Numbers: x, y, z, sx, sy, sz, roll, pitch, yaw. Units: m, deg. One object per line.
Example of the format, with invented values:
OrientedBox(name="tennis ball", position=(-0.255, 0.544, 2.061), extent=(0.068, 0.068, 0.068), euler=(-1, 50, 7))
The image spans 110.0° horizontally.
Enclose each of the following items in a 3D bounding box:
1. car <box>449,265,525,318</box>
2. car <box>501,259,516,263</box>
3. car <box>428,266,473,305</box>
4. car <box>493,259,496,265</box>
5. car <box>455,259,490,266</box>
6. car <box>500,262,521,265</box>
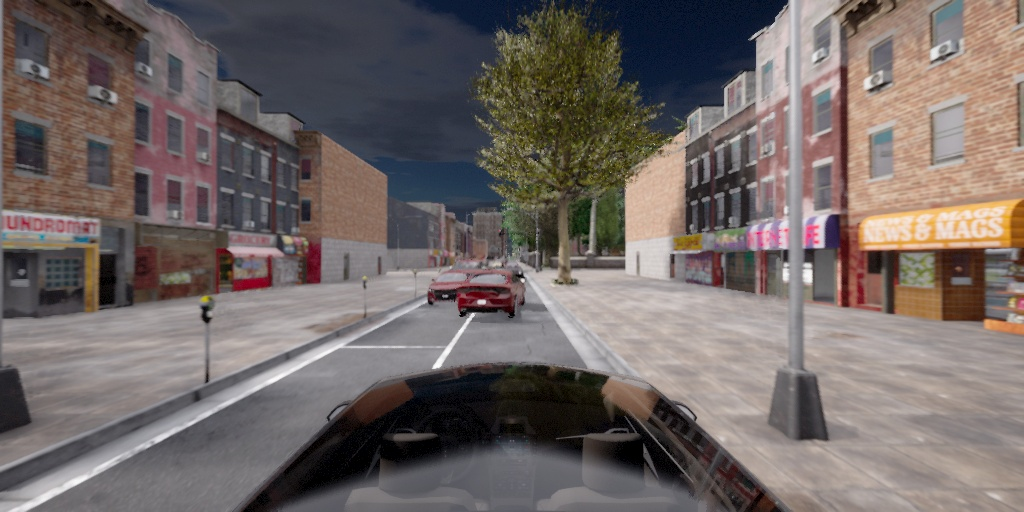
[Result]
OrientedBox(name="car", position=(-0.608, 1.275, 13.425), extent=(1.882, 1.535, 5.008), euler=(0, 0, 8))
OrientedBox(name="car", position=(0.007, 1.403, 42.813), extent=(1.882, 1.535, 5.008), euler=(0, 0, 0))
OrientedBox(name="car", position=(-2.635, 1.355, 16.450), extent=(1.888, 1.381, 4.507), euler=(0, 0, 0))
OrientedBox(name="car", position=(-2.633, 1.172, 27.673), extent=(2.192, 1.841, 5.009), euler=(0, 0, 0))
OrientedBox(name="car", position=(-2.634, 1.148, 22.061), extent=(2.192, 1.841, 5.009), euler=(0, 0, 0))
OrientedBox(name="car", position=(0.111, 1.480, 32.817), extent=(1.895, 1.301, 4.718), euler=(0, 0, 0))
